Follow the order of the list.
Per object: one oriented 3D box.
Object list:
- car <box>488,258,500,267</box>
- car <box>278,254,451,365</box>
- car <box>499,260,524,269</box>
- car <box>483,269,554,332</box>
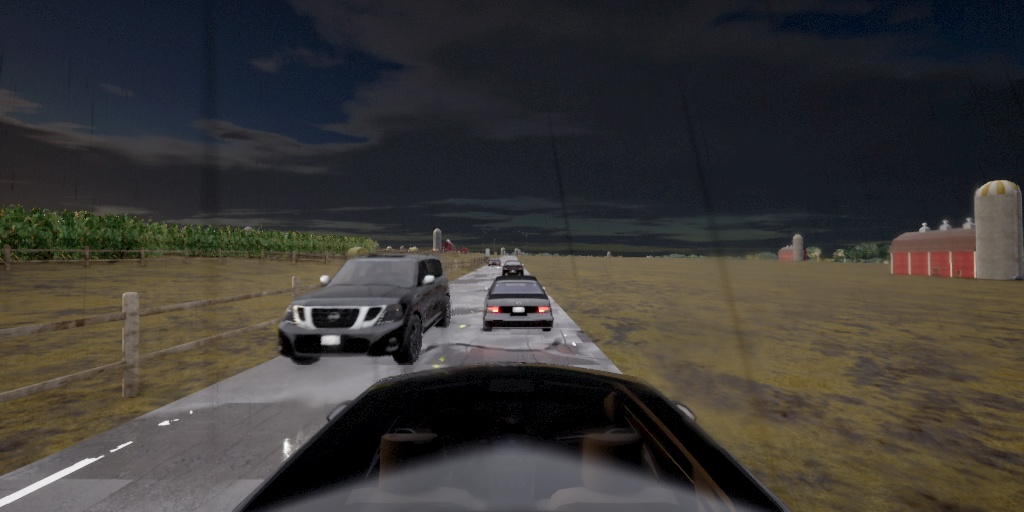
[{"bbox_3d":[-2.795,1.013,57.946,1.994,1.385,4.181,0,1,1],"label":"car"},{"bbox_3d":[-2.854,0.967,8.407,2.150,2.045,5.566,0,0,0],"label":"car"},{"bbox_3d":[0.083,1.130,33.055,1.882,1.535,5.008,0,0,0],"label":"car"},{"bbox_3d":[0.112,1.289,10.839,2.033,1.411,5.357,0,0,-1],"label":"car"}]
